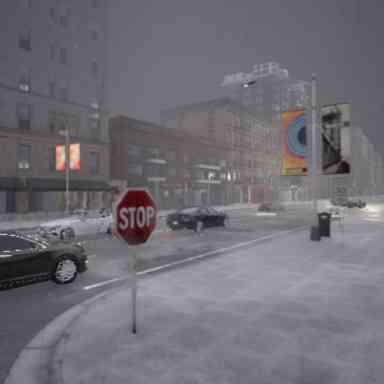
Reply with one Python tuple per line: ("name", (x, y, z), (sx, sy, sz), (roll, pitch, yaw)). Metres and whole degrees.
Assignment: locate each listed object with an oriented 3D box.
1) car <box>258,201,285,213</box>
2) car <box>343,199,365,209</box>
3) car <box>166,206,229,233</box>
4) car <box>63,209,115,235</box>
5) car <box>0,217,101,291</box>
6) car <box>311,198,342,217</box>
("car", (9.320, 1.692, 38.966), (1.994, 1.385, 4.181), (-1, 0, 36))
("car", (23.222, 1.672, 47.051), (1.895, 1.301, 4.718), (-1, 0, 35))
("car", (0.497, 1.581, 20.576), (1.882, 1.535, 5.008), (-1, 0, 35))
("car", (-5.784, 1.657, 17.679), (1.812, 1.442, 4.674), (-1, 0, 35))
("car", (-4.721, 1.582, 7.586), (1.837, 1.490, 4.892), (-1, 0, 35))
("car", (13.013, 1.601, 32.632), (1.812, 1.442, 4.674), (-1, -1, 35))
